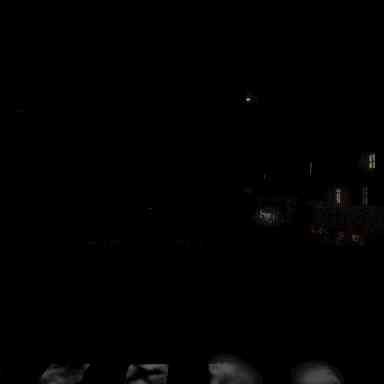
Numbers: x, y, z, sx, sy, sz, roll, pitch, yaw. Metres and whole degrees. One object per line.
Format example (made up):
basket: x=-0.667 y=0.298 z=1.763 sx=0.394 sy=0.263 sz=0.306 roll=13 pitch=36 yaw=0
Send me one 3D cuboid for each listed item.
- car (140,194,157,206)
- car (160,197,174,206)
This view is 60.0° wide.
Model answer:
car: x=-7.407 y=1.353 z=57.544 sx=2.150 sy=2.045 sz=5.566 roll=0 pitch=0 yaw=5
car: x=-4.164 y=1.620 z=57.308 sx=2.033 sy=1.411 sz=5.357 roll=0 pitch=0 yaw=5
